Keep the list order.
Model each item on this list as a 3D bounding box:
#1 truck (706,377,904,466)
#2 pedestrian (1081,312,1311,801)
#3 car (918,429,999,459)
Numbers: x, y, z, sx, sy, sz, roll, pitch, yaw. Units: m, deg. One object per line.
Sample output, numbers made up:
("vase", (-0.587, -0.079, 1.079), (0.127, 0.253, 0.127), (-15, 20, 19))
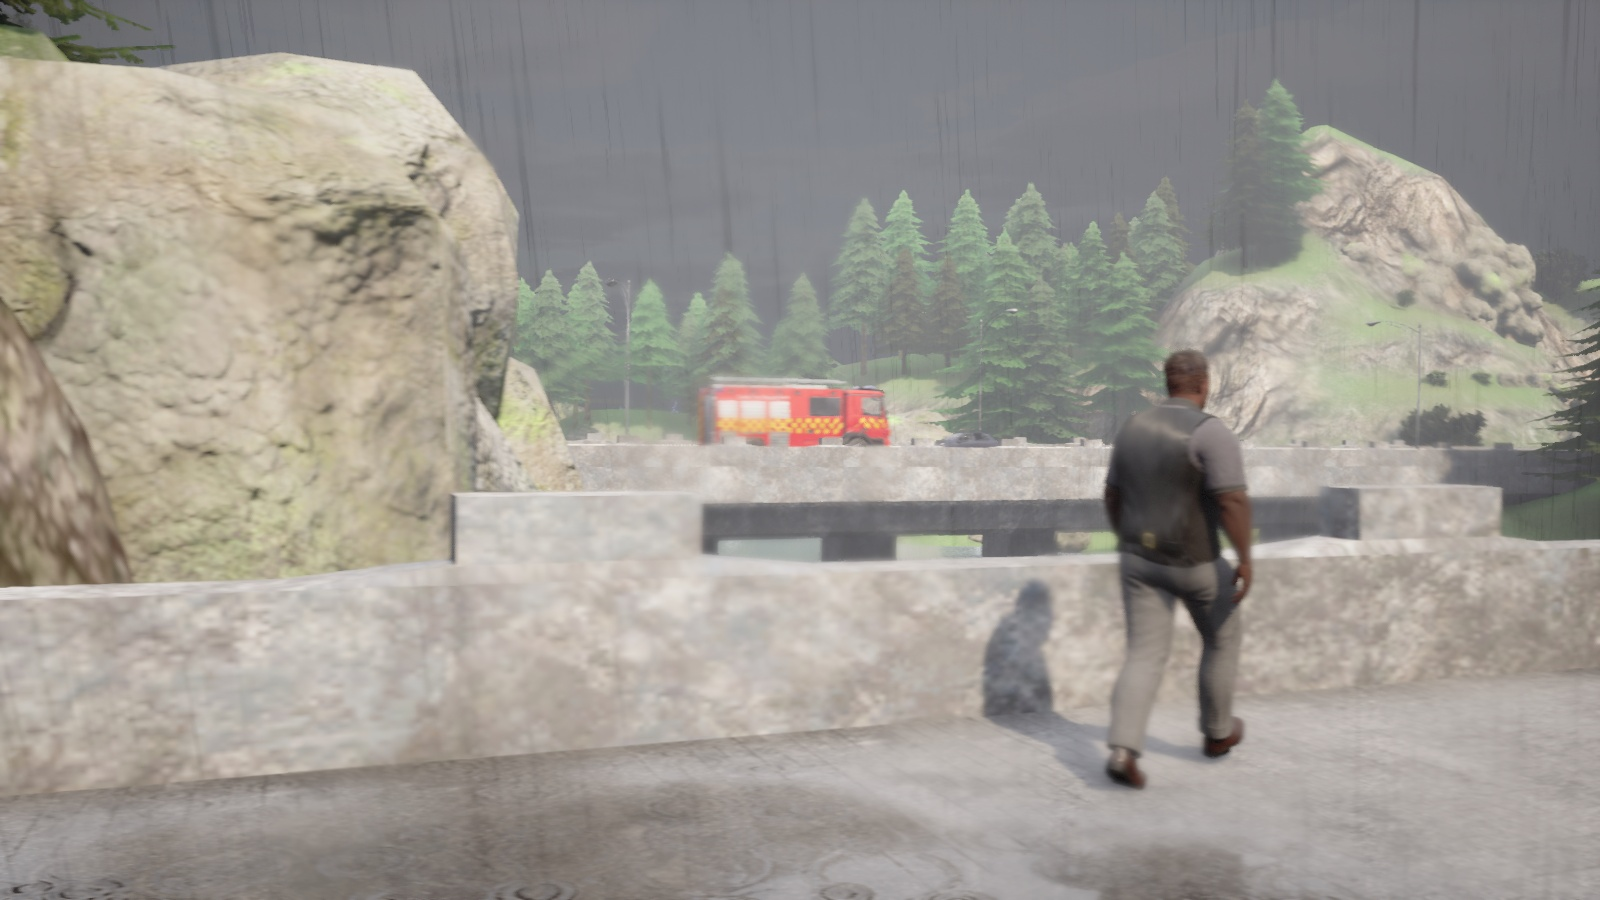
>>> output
("truck", (0.251, -1.294, 56.812), (8.468, 3.827, 2.891), (-1, 1, -21))
("pedestrian", (1.686, 0.403, 5.324), (0.849, 1.883, 0.563), (-1, 1, -42))
("car", (8.094, -0.319, 64.089), (3.633, 1.501, 1.845), (-1, 1, -21))
